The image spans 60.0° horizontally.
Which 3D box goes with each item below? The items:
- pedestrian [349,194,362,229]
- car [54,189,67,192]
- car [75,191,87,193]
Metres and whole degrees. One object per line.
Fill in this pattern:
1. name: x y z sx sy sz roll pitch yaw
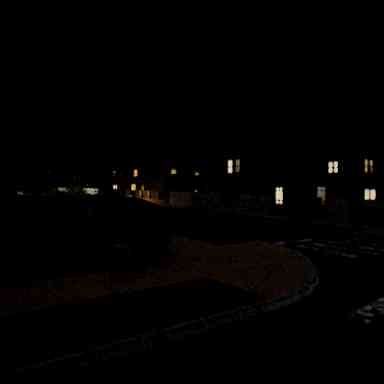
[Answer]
1. pedestrian: 8.584 1.021 17.542 0.375 1.860 0.375 3 -2 -36
2. car: -22.112 0.255 55.482 2.128 1.511 4.902 1 1 -36
3. car: -15.422 0.577 46.130 1.994 1.385 4.181 1 1 -36
